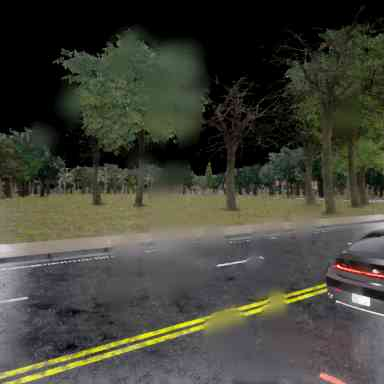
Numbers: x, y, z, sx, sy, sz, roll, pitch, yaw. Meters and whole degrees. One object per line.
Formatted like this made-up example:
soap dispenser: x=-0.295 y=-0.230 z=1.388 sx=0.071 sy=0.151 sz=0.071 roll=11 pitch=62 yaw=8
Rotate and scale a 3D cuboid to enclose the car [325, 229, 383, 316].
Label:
car: x=4.713 y=1.505 z=6.816 sx=4.892 sy=1.490 sz=1.837 roll=0 pitch=0 yaw=-36
